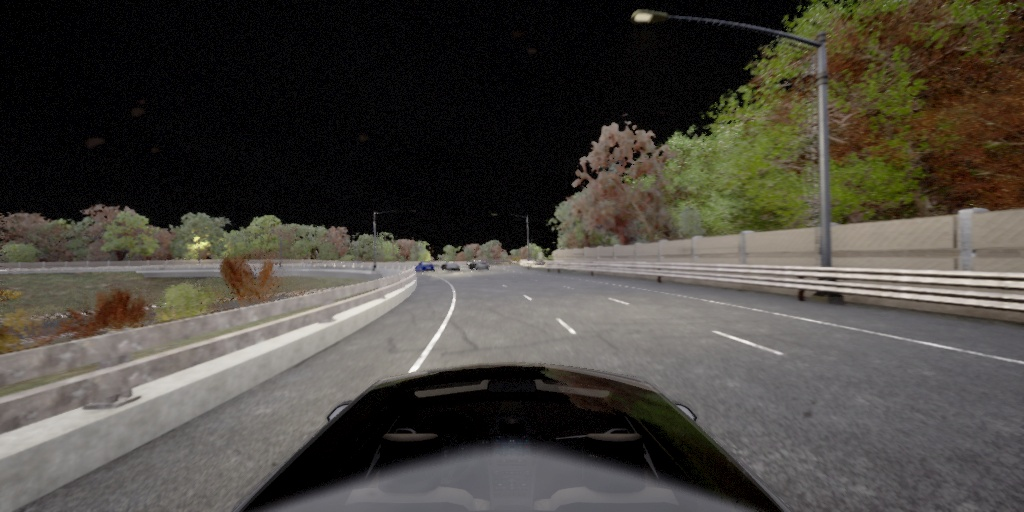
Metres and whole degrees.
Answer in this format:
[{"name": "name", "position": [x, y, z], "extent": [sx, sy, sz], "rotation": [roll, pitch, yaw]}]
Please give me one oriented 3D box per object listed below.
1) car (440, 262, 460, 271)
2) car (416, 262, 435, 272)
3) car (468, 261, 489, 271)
[{"name": "car", "position": [-9.417, 1.593, 54.133], "extent": [1.994, 1.385, 4.181], "rotation": [-1, 0, -28]}, {"name": "car", "position": [-13.001, 1.579, 53.389], "extent": [1.882, 1.535, 5.008], "rotation": [-1, 0, -28]}, {"name": "car", "position": [-5.028, 1.435, 53.267], "extent": [2.128, 1.511, 4.902], "rotation": [-1, 0, -26]}]
